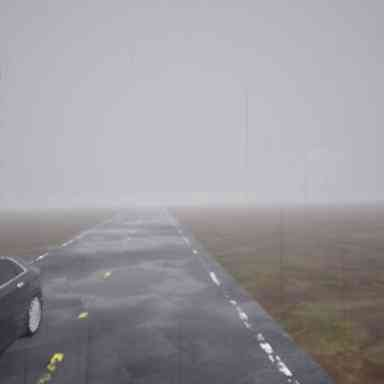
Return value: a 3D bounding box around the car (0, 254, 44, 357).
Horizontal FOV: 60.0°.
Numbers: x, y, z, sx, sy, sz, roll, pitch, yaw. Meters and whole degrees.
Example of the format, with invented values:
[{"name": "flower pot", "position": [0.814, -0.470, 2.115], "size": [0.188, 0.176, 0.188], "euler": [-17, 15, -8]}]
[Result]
[{"name": "car", "position": [-3.350, 1.628, 4.038], "size": [1.837, 1.490, 4.892], "euler": [-1, -1, -6]}]
